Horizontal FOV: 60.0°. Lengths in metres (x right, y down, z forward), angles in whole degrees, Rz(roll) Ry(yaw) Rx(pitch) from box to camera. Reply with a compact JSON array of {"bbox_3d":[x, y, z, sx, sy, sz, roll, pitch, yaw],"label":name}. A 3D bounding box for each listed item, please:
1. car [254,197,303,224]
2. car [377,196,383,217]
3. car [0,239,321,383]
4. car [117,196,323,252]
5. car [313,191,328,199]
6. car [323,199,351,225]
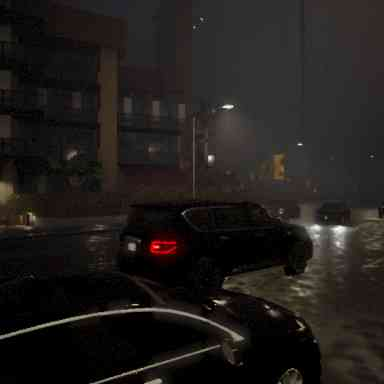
[{"bbox_3d":[6.689,1.337,25.239,2.097,1.767,4.553,0,0,36],"label":"car"},{"bbox_3d":[18.180,1.339,30.381,2.097,1.767,4.553,0,0,27],"label":"car"},{"bbox_3d":[-0.851,1.503,2.890,4.892,1.490,1.837,0,0,-36],"label":"car"},{"bbox_3d":[0.824,1.215,8.504,5.566,2.045,2.150,0,0,-40],"label":"car"},{"bbox_3d":[34.339,1.210,86.109,2.185,1.767,4.553,0,0,-24],"label":"car"},{"bbox_3d":[10.311,1.492,24.244,1.837,1.490,4.892,1,0,34],"label":"car"}]
